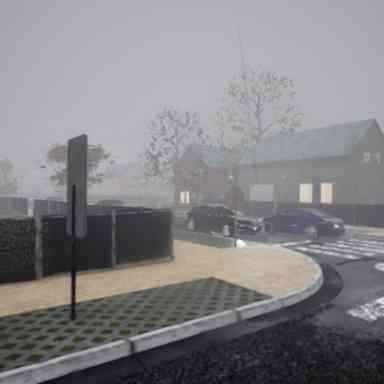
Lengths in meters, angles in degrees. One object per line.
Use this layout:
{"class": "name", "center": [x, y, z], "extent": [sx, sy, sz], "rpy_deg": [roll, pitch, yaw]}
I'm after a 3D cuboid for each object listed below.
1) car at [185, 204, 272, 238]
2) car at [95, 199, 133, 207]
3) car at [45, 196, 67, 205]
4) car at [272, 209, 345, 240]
{"class": "car", "center": [1.503, 1.412, 17.367], "extent": [1.837, 1.490, 4.892], "rpy_deg": [1, 0, -36]}
{"class": "car", "center": [-6.630, 1.323, 28.158], "extent": [1.882, 1.535, 5.008], "rpy_deg": [1, 0, -37]}
{"class": "car", "center": [-17.235, 1.244, 42.253], "extent": [1.882, 1.535, 5.008], "rpy_deg": [1, 0, -37]}
{"class": "car", "center": [5.442, 1.516, 16.773], "extent": [1.994, 1.385, 4.181], "rpy_deg": [1, 0, -33]}
